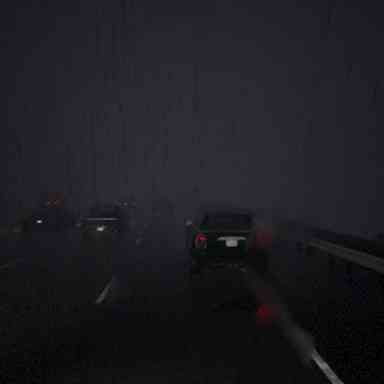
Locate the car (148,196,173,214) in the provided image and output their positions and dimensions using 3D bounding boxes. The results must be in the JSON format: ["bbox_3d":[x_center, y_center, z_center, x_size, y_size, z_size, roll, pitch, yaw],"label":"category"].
[{"bbox_3d":[-3.189,1.370,34.394,1.882,1.535,5.008,0,0,-11],"label":"car"}]

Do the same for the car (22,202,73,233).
[{"bbox_3d":[-8.081,1.503,19.149,1.994,1.385,4.181,0,0,-6],"label":"car"}]

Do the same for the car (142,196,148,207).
[{"bbox_3d":[-5.984,1.330,47.379,1.882,1.535,5.008,0,0,-15],"label":"car"}]

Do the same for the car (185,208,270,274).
[{"bbox_3d":[0.893,1.318,10.603,2.097,1.767,4.553,0,0,-3],"label":"car"}]

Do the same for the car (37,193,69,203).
[{"bbox_3d":[-13.595,1.117,32.849,2.150,2.045,5.566,0,0,-11],"label":"car"}]

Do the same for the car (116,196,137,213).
[{"bbox_3d":[-6.887,1.244,34.832,2.097,1.767,4.553,0,0,-11],"label":"car"}]

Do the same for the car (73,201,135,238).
[{"bbox_3d":[-4.376,1.437,17.367,2.128,1.511,4.902,0,0,-5],"label":"car"}]

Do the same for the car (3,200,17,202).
[{"bbox_3d":[-31.032,1.368,57.194,2.033,1.411,5.357,0,0,-18],"label":"car"}]
